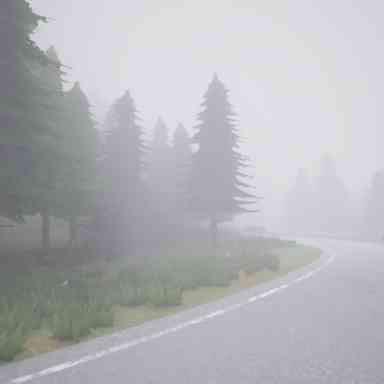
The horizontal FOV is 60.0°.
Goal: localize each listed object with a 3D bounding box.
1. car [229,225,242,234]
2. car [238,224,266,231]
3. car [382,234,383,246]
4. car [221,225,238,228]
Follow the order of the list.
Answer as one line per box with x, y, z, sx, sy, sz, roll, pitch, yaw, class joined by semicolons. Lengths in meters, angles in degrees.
7.347;6.327;56.798;2.033;1.411;5.357;1;-6;5;car
8.611;5.261;46.741;1.882;1.535;5.008;1;-6;-14;car
14.203;2.970;21.686;1.882;1.535;5.008;1;-5;8;car
5.003;5.461;48.018;1.994;1.385;4.181;1;-5;-11;car
